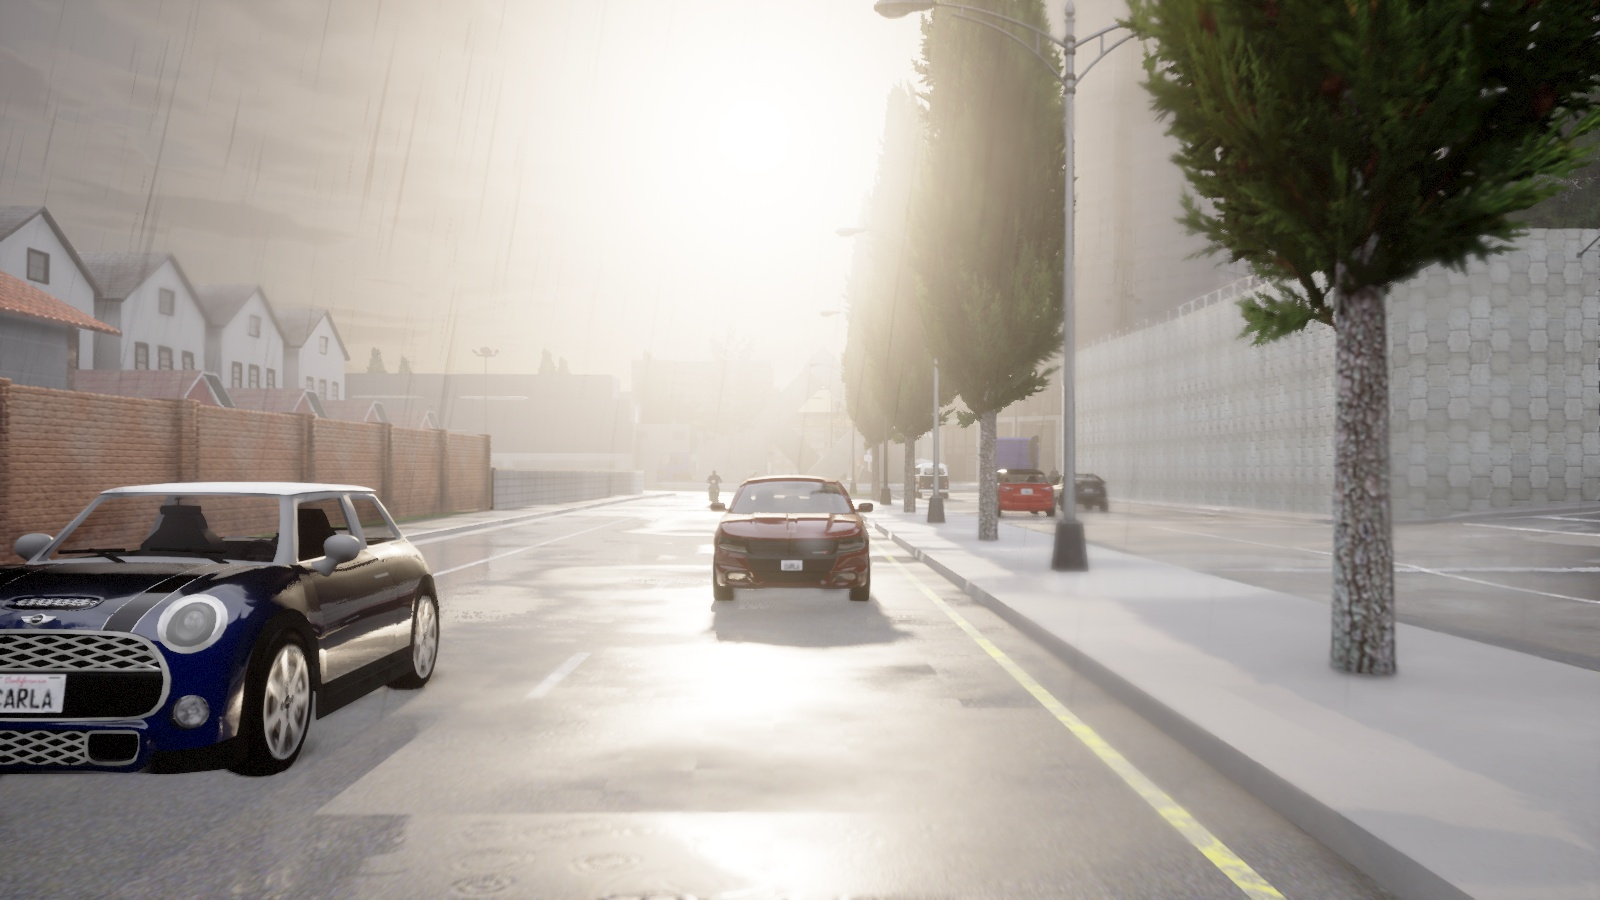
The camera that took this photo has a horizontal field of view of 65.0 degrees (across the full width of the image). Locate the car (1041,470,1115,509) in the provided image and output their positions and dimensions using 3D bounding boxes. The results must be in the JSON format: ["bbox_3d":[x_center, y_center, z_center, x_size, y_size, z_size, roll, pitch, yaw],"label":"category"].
[{"bbox_3d":[11.212,1.566,50.986,2.007,1.525,4.514,0,-1,0],"label":"car"}]

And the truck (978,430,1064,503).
[{"bbox_3d":[11.144,0.854,64.042,2.891,3.462,7.936,0,-1,0],"label":"truck"}]

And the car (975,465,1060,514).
[{"bbox_3d":[7.747,1.379,45.151,2.242,1.667,4.611,0,-1,0],"label":"car"}]

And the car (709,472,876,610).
[{"bbox_3d":[-0.098,1.070,16.668,1.882,1.535,5.008,0,-1,0],"label":"car"}]

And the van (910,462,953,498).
[{"bbox_3d":[7.638,1.731,73.495,2.069,2.038,4.480,0,-1,0],"label":"van"}]

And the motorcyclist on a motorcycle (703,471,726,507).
[{"bbox_3d":[-3.812,1.717,56.107,0.866,1.590,1.817,0,-1,0],"label":"motorcyclist on a motorcycle"}]

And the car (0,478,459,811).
[{"bbox_3d":[-3.549,0.920,7.573,1.970,1.475,3.806,0,-1,0],"label":"car"}]
